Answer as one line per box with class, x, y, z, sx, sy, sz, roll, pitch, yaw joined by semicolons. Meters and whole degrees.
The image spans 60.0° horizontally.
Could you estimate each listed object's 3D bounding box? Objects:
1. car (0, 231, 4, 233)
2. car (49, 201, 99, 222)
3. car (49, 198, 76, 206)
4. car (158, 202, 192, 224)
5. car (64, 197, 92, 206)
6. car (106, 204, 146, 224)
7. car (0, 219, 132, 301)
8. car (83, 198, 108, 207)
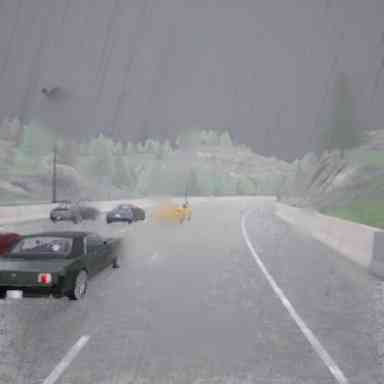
car;-6.585;1.479;8.884;1.882;1.535;5.008;0;-1;4
car;-8.509;1.528;24.528;2.128;1.511;4.902;0;0;8
car;-22.724;1.674;58.392;1.895;1.301;4.718;0;0;17
car;-1.241;1.541;25.798;1.882;1.535;5.008;0;0;9
car;-19.430;1.575;57.127;2.128;1.511;4.902;0;0;17
car;-4.876;1.614;25.136;1.994;1.385;4.181;0;0;9
car;-3.118;1.612;8.355;1.895;1.301;4.718;0;0;4
car;-16.144;1.654;55.897;1.994;1.385;4.181;0;0;16
